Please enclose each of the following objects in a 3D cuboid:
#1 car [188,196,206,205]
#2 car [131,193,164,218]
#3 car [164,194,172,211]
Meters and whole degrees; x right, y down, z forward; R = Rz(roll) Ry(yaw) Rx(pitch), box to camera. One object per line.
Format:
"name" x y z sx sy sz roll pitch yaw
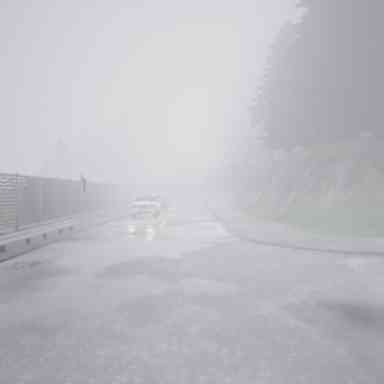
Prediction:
"car" 0.839 1.498 59.445 1.812 1.442 4.674 0 0 26
"car" -4.095 1.206 30.474 2.150 2.045 5.566 0 0 0
"car" -4.080 1.201 40.923 2.150 2.045 5.566 0 0 0
